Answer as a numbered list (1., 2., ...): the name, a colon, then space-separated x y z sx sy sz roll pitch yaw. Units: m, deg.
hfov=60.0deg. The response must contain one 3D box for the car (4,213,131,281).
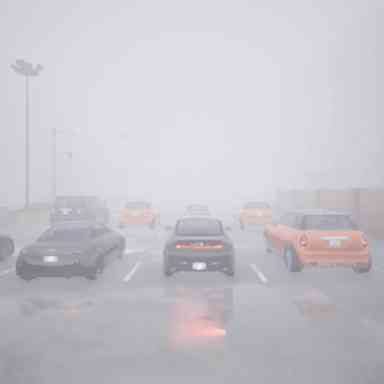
1. car: -3.303 1.537 9.825 1.994 1.385 4.181 0 0 1

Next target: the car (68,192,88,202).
1. car: -23.710 1.010 69.275 2.150 2.045 5.566 0 0 1

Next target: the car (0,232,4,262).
1. car: -6.812 1.498 9.080 1.812 1.442 4.674 0 0 1

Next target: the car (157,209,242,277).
1. car: 0.200 1.478 10.152 1.837 1.490 4.892 0 0 1

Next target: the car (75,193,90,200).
1. car: -26.972 1.145 81.893 1.882 1.535 5.008 0 1 1

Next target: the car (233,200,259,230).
1. car: 3.818 1.301 20.940 2.097 1.767 4.553 0 0 1

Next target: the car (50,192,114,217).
1. car: -6.689 1.167 20.363 2.150 2.045 5.566 0 0 1

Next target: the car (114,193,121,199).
1. car: -16.716 1.291 68.929 1.837 1.490 4.892 0 0 1

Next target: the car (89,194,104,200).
1. car: -23.466 1.191 82.157 2.128 1.511 4.902 0 1 1

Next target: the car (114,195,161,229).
1. car: -3.181 1.297 21.060 2.097 1.767 4.553 0 0 1

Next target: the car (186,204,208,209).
1. car: 0.339 1.491 22.331 2.033 1.411 5.357 0 0 1

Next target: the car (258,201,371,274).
1. car: 3.707 1.327 10.693 2.097 1.767 4.553 0 0 1

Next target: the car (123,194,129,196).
1. car: -16.473 1.152 81.715 1.882 1.535 5.008 0 1 1

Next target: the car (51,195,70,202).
1. car: -27.215 1.380 69.072 1.895 1.301 4.718 0 0 1
